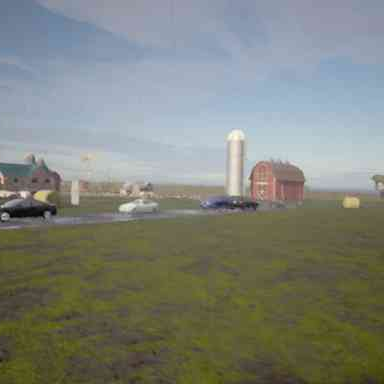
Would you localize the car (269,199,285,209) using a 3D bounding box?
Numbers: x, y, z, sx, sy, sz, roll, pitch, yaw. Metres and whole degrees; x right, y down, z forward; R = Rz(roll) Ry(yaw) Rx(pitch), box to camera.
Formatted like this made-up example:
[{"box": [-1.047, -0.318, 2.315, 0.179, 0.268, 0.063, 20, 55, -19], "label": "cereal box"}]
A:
[{"box": [14.557, 2.031, 56.875, 1.837, 1.490, 4.892, 2, 0, 28], "label": "car"}]

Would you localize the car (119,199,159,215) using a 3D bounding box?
[{"box": [-5.363, 1.487, 34.235, 1.812, 1.442, 4.674, 2, 0, 36], "label": "car"}]

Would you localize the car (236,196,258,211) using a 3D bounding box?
[{"box": [7.233, 1.548, 46.232, 2.150, 2.045, 5.566, 2, 0, 36], "label": "car"}]

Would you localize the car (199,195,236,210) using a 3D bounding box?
[{"box": [3.304, 1.407, 45.861, 2.150, 2.045, 5.566, 2, 1, 37], "label": "car"}]

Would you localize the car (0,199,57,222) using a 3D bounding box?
[{"box": [-12.513, 1.256, 24.553, 1.882, 1.535, 5.008, 2, 0, 35], "label": "car"}]
